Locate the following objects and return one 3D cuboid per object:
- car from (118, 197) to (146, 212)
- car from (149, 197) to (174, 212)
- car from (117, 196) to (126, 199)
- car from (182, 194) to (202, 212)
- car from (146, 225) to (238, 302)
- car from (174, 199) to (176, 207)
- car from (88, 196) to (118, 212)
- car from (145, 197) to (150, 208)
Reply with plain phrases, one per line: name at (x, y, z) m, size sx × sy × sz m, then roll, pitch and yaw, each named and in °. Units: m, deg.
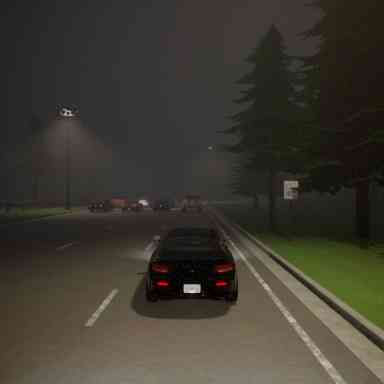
car at (-6.993, 1.601, 39.185) m, size 1.895 × 1.301 × 4.718 m, roll 0°, pitch 0°, yaw 0°
car at (-3.493, 1.564, 39.154) m, size 1.994 × 1.385 × 4.181 m, roll 0°, pitch 0°, yaw 0°
car at (-10.491, 1.352, 49.129) m, size 2.097 × 1.767 × 4.553 m, roll 0°, pitch 0°, yaw 0°
car at (0.007, 1.221, 38.767) m, size 2.150 × 2.045 × 5.566 m, roll 0°, pitch 0°, yaw 0°
car at (0.002, 1.526, 8.124) m, size 1.812 × 1.442 × 4.674 m, roll 0°, pitch 0°, yaw 0°
car at (-3.491, 1.478, 49.157) m, size 1.882 × 1.535 × 5.008 m, roll 0°, pitch 0°, yaw 0°
car at (-10.493, 1.547, 38.739) m, size 2.033 × 1.411 × 5.357 m, roll 0°, pitch 0°, yaw 0°
car at (-6.991, 1.526, 49.158) m, size 1.812 × 1.442 × 4.674 m, roll 0°, pitch 0°, yaw 0°
